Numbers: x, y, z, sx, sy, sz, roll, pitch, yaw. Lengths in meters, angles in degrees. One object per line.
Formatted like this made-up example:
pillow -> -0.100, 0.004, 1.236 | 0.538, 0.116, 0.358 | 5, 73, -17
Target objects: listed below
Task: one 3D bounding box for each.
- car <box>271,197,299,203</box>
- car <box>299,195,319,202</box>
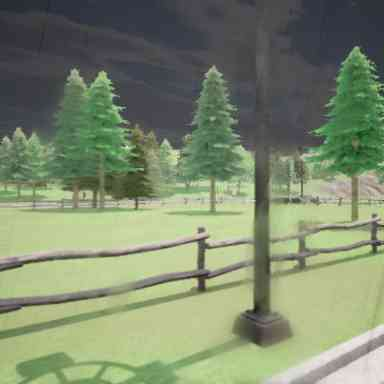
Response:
car -> 17.694, 1.575, 64.270 | 4.718, 1.301, 1.895 | 0, 0, 20
car -> 22.585, 1.326, 65.404 | 4.674, 1.442, 1.812 | 0, 0, 24
